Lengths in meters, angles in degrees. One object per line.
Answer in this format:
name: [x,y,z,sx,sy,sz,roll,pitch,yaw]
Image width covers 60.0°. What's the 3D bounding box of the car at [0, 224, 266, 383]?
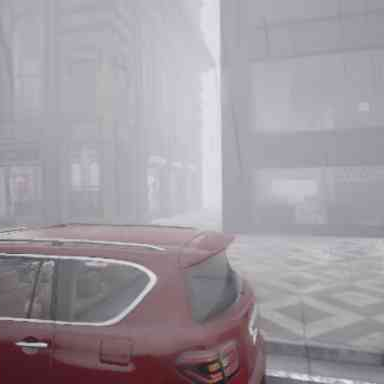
car: [-1.764,1.298,3.502,5.009,1.841,2.192,-1,0,16]
